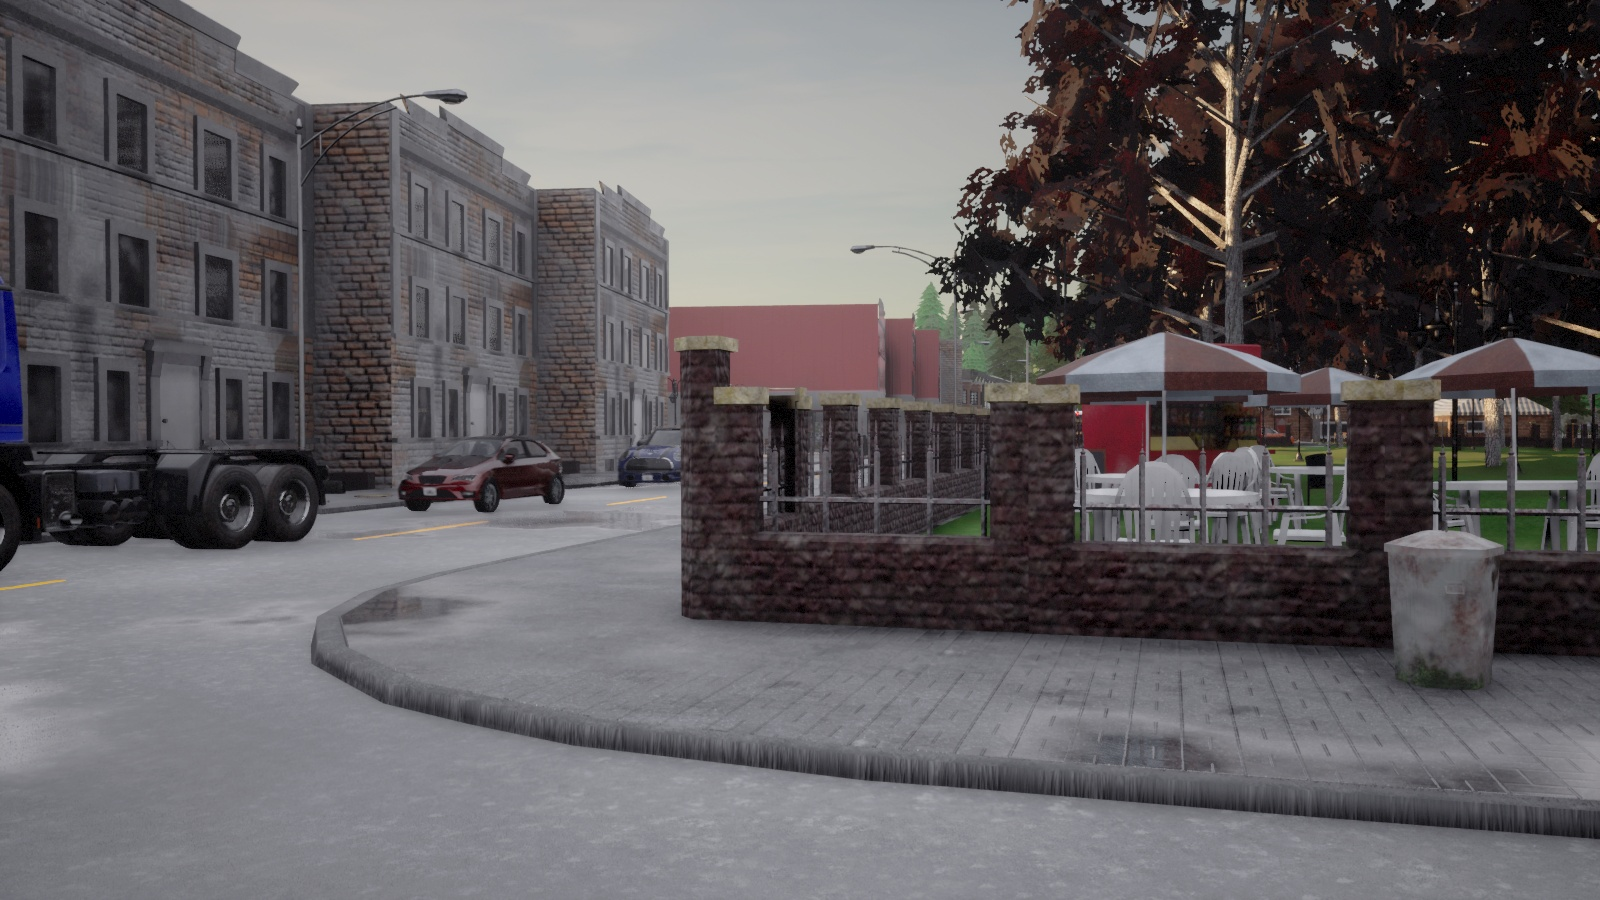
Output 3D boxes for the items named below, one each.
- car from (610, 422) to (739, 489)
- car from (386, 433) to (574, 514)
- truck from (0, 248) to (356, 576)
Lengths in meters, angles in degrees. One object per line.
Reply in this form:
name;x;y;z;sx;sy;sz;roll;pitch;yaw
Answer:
car;-3.468;0.102;35.622;2.097;1.767;4.553;0;1;16
car;-6.390;0.406;25.591;1.816;1.474;4.193;0;1;16
truck;-9.261;-0.441;15.698;2.891;3.462;7.936;0;1;16
